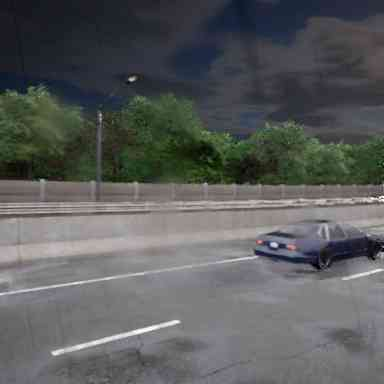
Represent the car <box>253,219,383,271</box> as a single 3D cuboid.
[{"bbox_3d":[4.519,1.638,11.283,5.357,1.411,2.033,1,0,-34],"label":"car"}]
